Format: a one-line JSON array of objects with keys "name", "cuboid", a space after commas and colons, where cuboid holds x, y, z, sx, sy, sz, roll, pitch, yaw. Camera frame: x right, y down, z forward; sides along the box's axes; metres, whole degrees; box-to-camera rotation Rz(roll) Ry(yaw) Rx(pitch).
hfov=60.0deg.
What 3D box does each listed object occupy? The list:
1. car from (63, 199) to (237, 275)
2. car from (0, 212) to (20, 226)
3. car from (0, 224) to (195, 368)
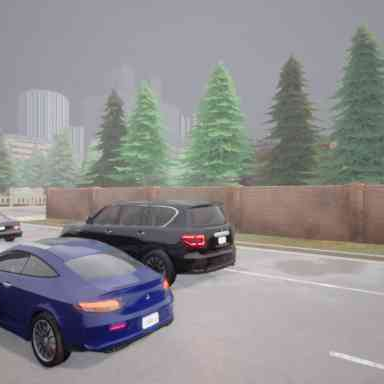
[{"name": "car", "cuboid": [-1.463, 1.220, 9.348, 5.566, 2.045, 2.150, 0, 0, 36]}, {"name": "car", "cuboid": [-9.760, 1.544, 15.263, 5.357, 1.411, 2.033, 0, 0, 39]}, {"name": "car", "cuboid": [-2.415, 1.525, 5.731, 4.674, 1.442, 1.812, 0, 0, 36]}]
